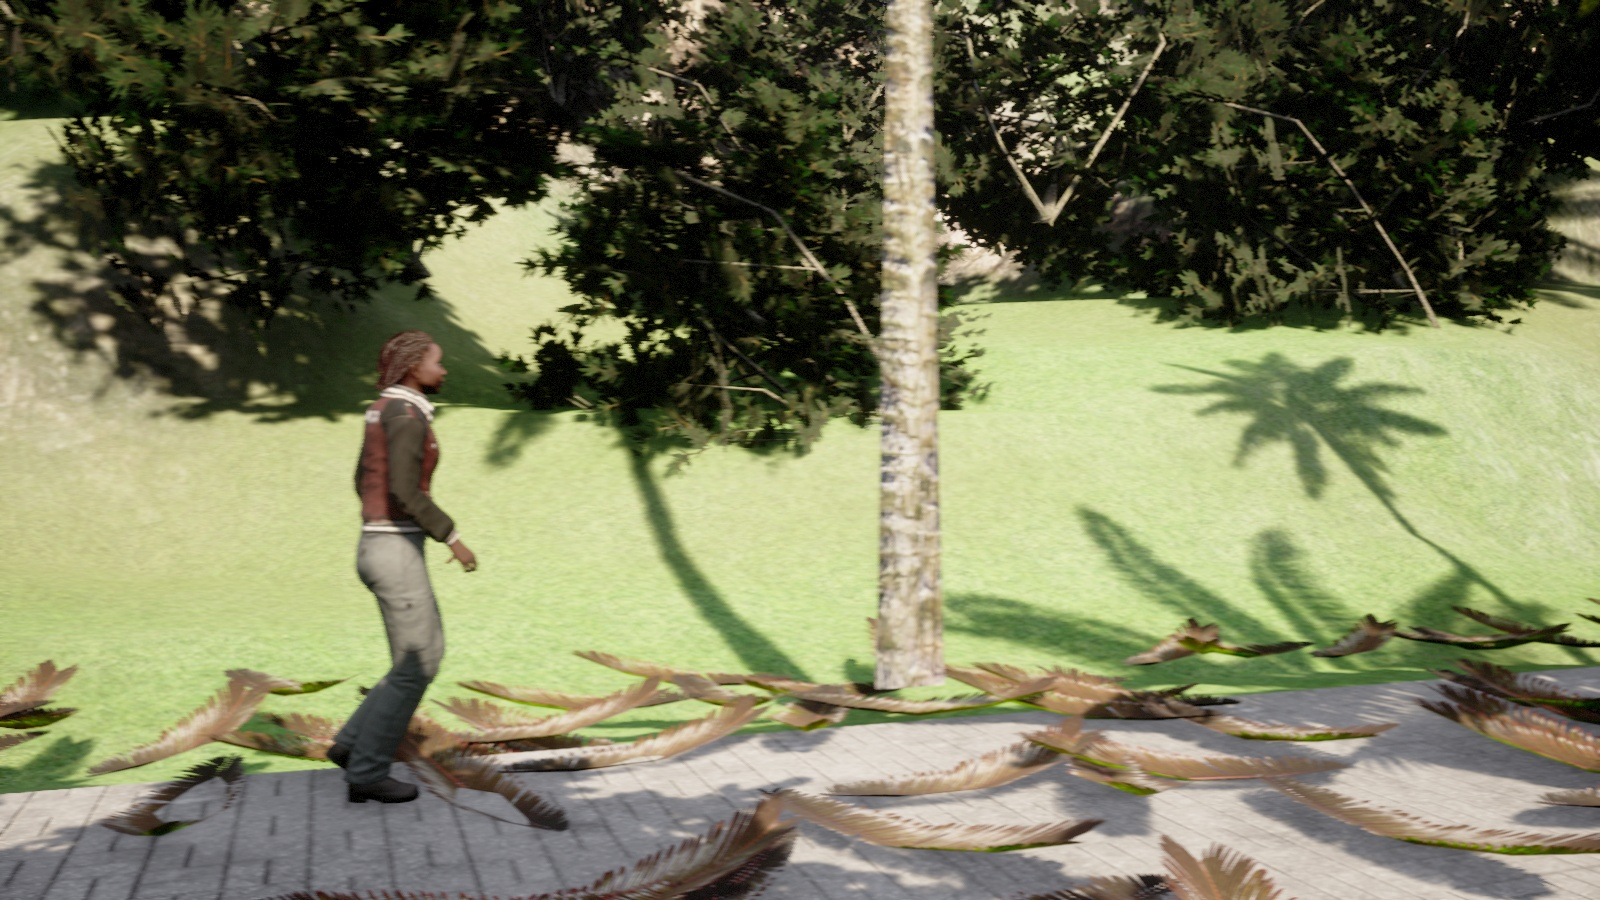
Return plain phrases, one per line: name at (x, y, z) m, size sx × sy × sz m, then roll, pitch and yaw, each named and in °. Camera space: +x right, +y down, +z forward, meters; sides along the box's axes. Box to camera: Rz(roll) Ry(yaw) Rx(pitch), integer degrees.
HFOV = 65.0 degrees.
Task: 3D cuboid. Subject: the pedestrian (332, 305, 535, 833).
pedestrian at (-1.433, 0.430, 4.908) m, size 0.666 × 1.930 × 0.402 m, roll -1°, pitch 1°, yaw -28°
